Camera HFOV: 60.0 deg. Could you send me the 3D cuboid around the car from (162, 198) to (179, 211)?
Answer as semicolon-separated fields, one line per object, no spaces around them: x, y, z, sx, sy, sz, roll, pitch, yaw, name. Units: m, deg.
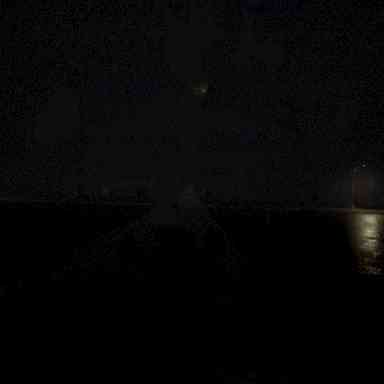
-2.710;1.495;41.936;1.882;1.535;5.008;0;0;0;car
